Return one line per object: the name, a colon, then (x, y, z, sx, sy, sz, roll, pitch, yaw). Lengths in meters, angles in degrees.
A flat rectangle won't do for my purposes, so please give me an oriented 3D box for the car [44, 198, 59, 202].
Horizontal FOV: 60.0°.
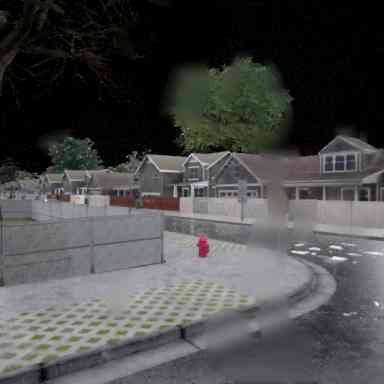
car: (-19.569, 1.595, 46.260, 2.033, 1.411, 5.357, 0, 0, -36)
